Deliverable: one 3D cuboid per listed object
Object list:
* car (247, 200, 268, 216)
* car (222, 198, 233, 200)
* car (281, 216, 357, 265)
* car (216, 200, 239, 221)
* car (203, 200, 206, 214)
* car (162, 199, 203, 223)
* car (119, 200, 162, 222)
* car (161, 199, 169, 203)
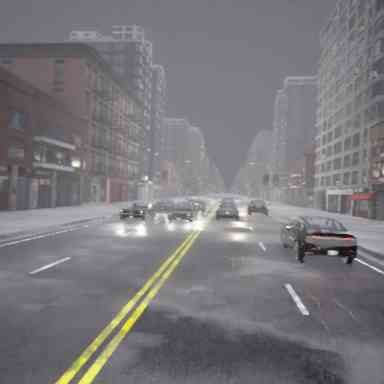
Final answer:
[{"bbox_3d":[7.367,1.641,37.776,2.097,1.767,4.553,2,0,6],"label":"car"},{"bbox_3d":[4.711,1.533,43.684,2.097,1.767,4.553,2,0,7],"label":"car"},{"bbox_3d":[4.637,1.677,12.707,2.128,1.511,4.902,2,0,6],"label":"car"},{"bbox_3d":[3.125,1.685,29.147,1.994,1.385,4.181,2,0,6],"label":"car"},{"bbox_3d":[0.459,1.507,35.249,2.128,1.511,4.902,2,0,6],"label":"car"},{"bbox_3d":[-0.612,1.519,25.994,2.033,1.411,5.357,2,0,7],"label":"car"},{"bbox_3d":[-3.966,1.438,25.274,1.895,1.301,4.718,2,0,7],"label":"car"},{"bbox_3d":[-2.772,1.448,35.602,1.994,1.385,4.181,2,0,6],"label":"car"}]
